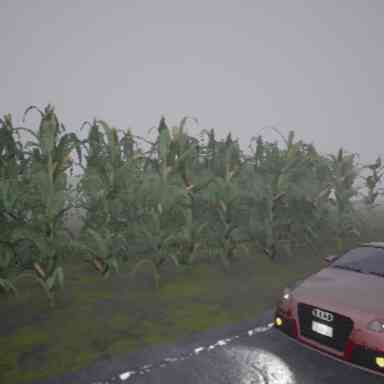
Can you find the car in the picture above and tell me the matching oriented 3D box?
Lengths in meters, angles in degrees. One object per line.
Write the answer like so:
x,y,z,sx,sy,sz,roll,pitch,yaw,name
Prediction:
3.288,1.571,5.415,4.181,1.385,1.994,0,0,-35,car
